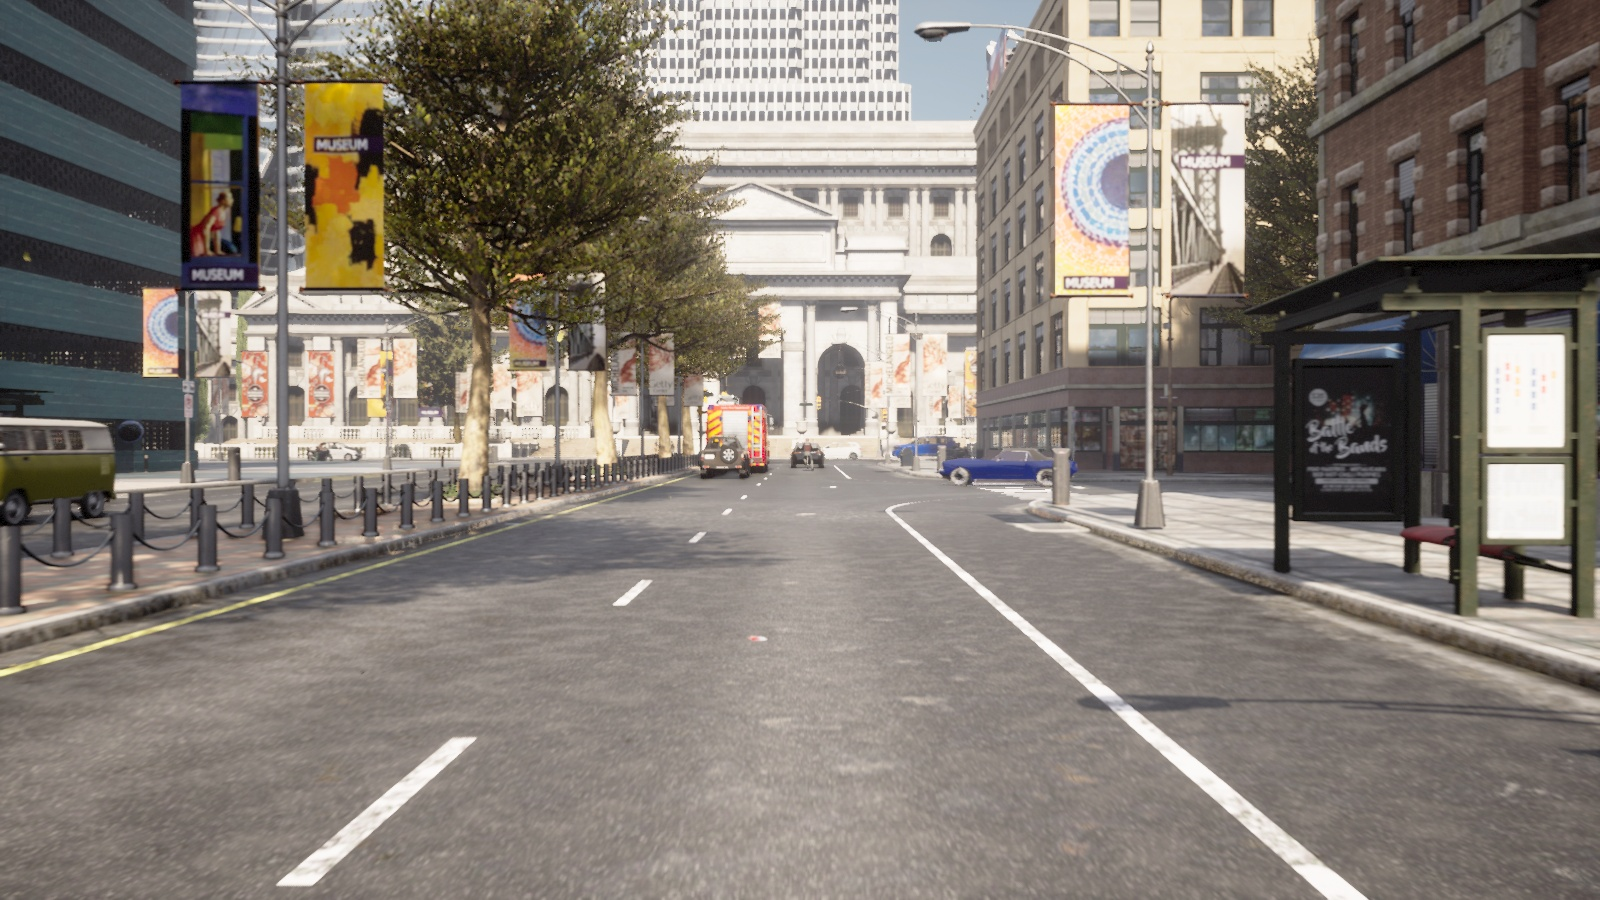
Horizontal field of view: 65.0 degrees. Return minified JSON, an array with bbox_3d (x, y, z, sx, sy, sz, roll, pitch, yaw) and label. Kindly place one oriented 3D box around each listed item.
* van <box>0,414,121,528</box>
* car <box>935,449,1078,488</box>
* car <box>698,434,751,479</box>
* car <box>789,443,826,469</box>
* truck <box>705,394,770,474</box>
[{"bbox_3d":[-14.851,0.354,23.576,1.775,1.987,4.442,0,0,0],"label":"van"},{"bbox_3d":[7.130,0.609,43.242,4.718,1.301,1.895,0,0,15],"label":"car"},{"bbox_3d":[-3.181,0.257,53.649,1.932,1.855,4.605,0,0,0],"label":"car"},{"bbox_3d":[0.440,0.324,75.067,2.163,1.488,4.792,0,0,0],"label":"car"},{"bbox_3d":[-3.117,-0.786,64.797,2.891,3.827,8.468,0,0,0],"label":"truck"}]
